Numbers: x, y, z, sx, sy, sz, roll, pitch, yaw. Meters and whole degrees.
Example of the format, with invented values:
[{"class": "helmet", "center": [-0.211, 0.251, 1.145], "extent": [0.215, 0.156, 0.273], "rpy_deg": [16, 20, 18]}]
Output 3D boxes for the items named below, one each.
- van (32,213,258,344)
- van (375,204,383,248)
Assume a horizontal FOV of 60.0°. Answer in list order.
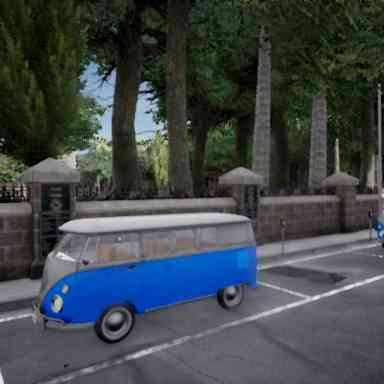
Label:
[{"class": "van", "center": [-0.605, 1.319, 6.099], "extent": [3.998, 1.788, 1.690], "rpy_deg": [-1, 0, -35]}, {"class": "van", "center": [8.618, 1.231, 12.655], "extent": [3.998, 1.788, 1.690], "rpy_deg": [-1, 0, -35]}]
